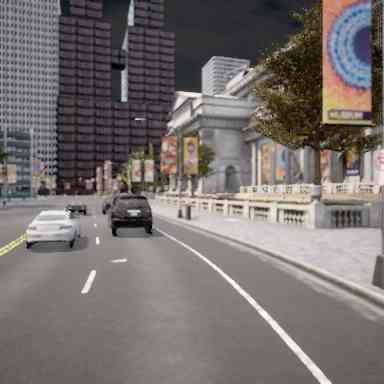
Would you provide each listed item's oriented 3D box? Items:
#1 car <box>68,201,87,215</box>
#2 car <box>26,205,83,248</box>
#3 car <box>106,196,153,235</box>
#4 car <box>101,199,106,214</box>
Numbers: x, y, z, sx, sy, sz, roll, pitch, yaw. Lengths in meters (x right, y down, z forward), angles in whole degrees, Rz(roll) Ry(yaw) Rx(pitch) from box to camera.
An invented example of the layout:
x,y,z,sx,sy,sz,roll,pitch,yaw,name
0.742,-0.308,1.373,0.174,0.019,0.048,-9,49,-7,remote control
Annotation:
x,y,z,sx,sy,sz,roll,pitch,yaw,name
-11.790,1.614,34.239,1.895,1.301,4.718,0,0,-17,car
-6.073,1.532,14.843,1.812,1.442,4.674,0,0,-15,car
-3.662,1.226,19.303,2.150,2.045,5.566,0,0,-16,car
-8.614,1.363,35.822,2.097,1.767,4.553,0,0,-17,car
